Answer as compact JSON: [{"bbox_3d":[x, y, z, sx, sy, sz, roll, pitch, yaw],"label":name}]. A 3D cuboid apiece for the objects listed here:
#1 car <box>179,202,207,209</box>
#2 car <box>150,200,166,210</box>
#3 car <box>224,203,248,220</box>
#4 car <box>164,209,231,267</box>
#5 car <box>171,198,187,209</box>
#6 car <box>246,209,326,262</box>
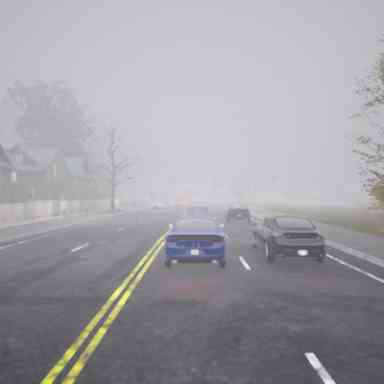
[{"bbox_3d":[0.441,1.732,25.309,2.033,1.411,5.357,0,0,2],"label":"car"},{"bbox_3d":[-5.056,1.919,50.717,1.812,1.442,4.674,0,0,3],"label":"car"},{"bbox_3d":[3.833,1.686,28.575,1.882,1.535,5.008,0,0,2],"label":"car"},{"bbox_3d":[0.149,1.562,11.799,1.882,1.535,5.008,0,-1,2],"label":"car"},{"bbox_3d":[-1.837,1.737,50.079,2.097,1.767,4.553,0,-1,3],"label":"car"},{"bbox_3d":[3.419,1.595,12.500,1.837,1.490,4.892,0,0,1],"label":"car"}]
